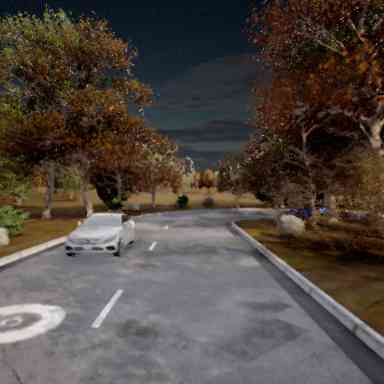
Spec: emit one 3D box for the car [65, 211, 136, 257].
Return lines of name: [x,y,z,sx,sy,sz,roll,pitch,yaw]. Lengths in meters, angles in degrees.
car: [-3.359,1.522,13.065,1.812,1.442,4.674,0,0,0]
